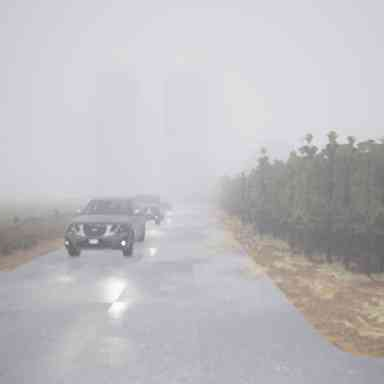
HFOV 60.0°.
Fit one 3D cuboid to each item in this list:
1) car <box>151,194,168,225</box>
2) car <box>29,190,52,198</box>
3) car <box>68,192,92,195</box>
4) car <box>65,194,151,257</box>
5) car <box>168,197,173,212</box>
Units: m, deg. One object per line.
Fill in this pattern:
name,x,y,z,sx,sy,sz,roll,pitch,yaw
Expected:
car,-3.186,1.154,23.926,2.150,2.045,5.566,0,0,0
car,-36.930,0.554,80.688,4.611,1.667,2.242,0,1,0
car,-16.225,1.093,51.868,5.357,1.411,2.033,0,1,0
car,-3.163,1.209,13.317,2.150,2.045,5.566,0,0,-1
car,-3.110,1.288,36.747,1.882,1.535,5.008,0,0,1
